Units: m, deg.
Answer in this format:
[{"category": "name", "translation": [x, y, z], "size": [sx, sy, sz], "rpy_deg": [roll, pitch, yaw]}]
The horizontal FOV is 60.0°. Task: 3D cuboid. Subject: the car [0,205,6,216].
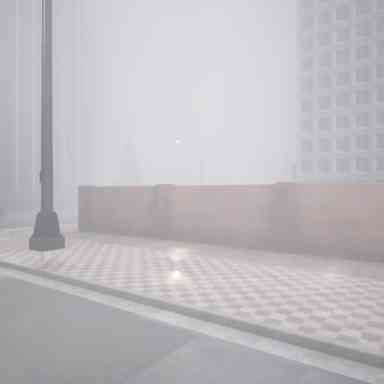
[{"category": "car", "translation": [-17.344, 1.505, 26.125], "size": [1.837, 1.490, 4.892], "rpy_deg": [0, 0, 35]}]
